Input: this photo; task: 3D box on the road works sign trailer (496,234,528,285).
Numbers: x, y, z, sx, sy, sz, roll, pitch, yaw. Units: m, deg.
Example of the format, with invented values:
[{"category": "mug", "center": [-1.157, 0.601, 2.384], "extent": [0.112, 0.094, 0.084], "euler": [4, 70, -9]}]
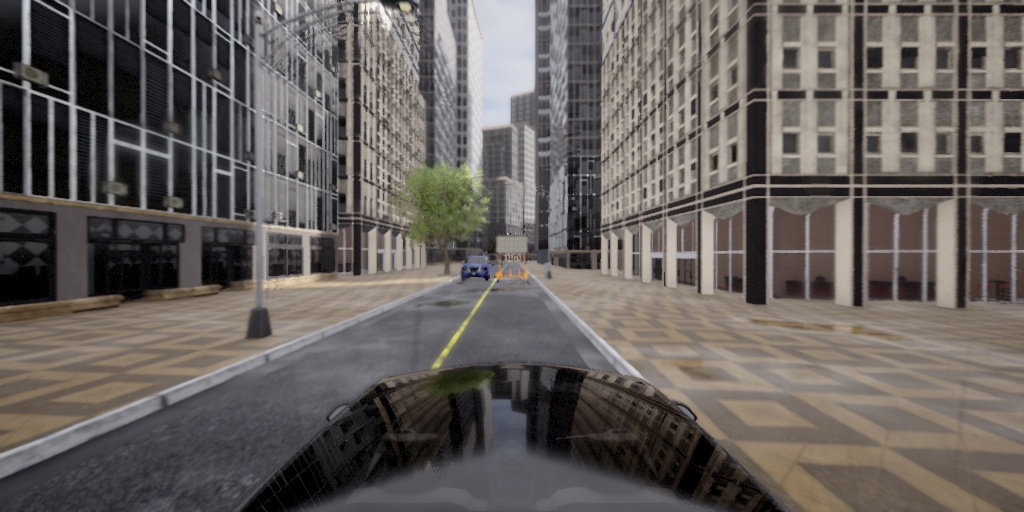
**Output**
[{"category": "road works sign trailer", "center": [-0.001, 0.205, 26.343], "extent": [2.380, 3.560, 2.880], "euler": [0, 0, 0]}]

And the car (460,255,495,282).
[{"category": "car", "center": [-2.846, 0.961, 29.510], "extent": [2.150, 2.045, 5.566], "euler": [0, 0, 0]}]
